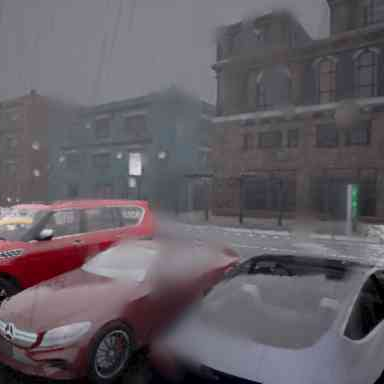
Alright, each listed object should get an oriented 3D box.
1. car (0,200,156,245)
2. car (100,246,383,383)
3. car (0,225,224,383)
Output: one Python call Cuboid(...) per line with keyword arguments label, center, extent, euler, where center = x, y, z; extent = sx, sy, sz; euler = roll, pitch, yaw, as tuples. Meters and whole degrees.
Cuboid(label="car", center=(-3.041, 1.219, 7.283), extent=(2.435, 2.045, 5.566), euler=(0, 0, 36))
Cuboid(label="car", center=(1.525, 1.511, 4.096), extent=(2.163, 1.488, 4.792), euler=(0, 0, 36))
Cuboid(label="car", center=(-0.758, 1.518, 5.692), extent=(2.002, 1.452, 4.674), euler=(0, 0, 36))
